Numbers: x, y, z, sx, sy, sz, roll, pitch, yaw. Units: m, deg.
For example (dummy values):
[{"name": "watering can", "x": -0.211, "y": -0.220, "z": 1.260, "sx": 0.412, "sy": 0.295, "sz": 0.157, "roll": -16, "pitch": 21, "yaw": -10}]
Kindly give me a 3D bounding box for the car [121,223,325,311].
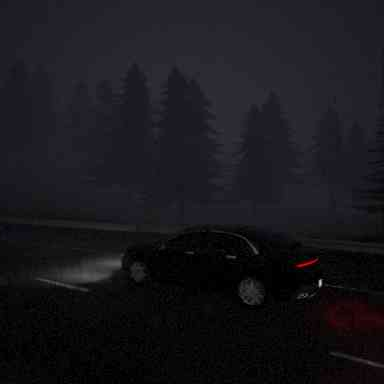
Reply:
[{"name": "car", "x": 0.474, "y": 1.503, "z": 7.774, "sx": 4.892, "sy": 1.490, "sz": 1.837, "roll": 0, "pitch": 0, "yaw": 34}]
